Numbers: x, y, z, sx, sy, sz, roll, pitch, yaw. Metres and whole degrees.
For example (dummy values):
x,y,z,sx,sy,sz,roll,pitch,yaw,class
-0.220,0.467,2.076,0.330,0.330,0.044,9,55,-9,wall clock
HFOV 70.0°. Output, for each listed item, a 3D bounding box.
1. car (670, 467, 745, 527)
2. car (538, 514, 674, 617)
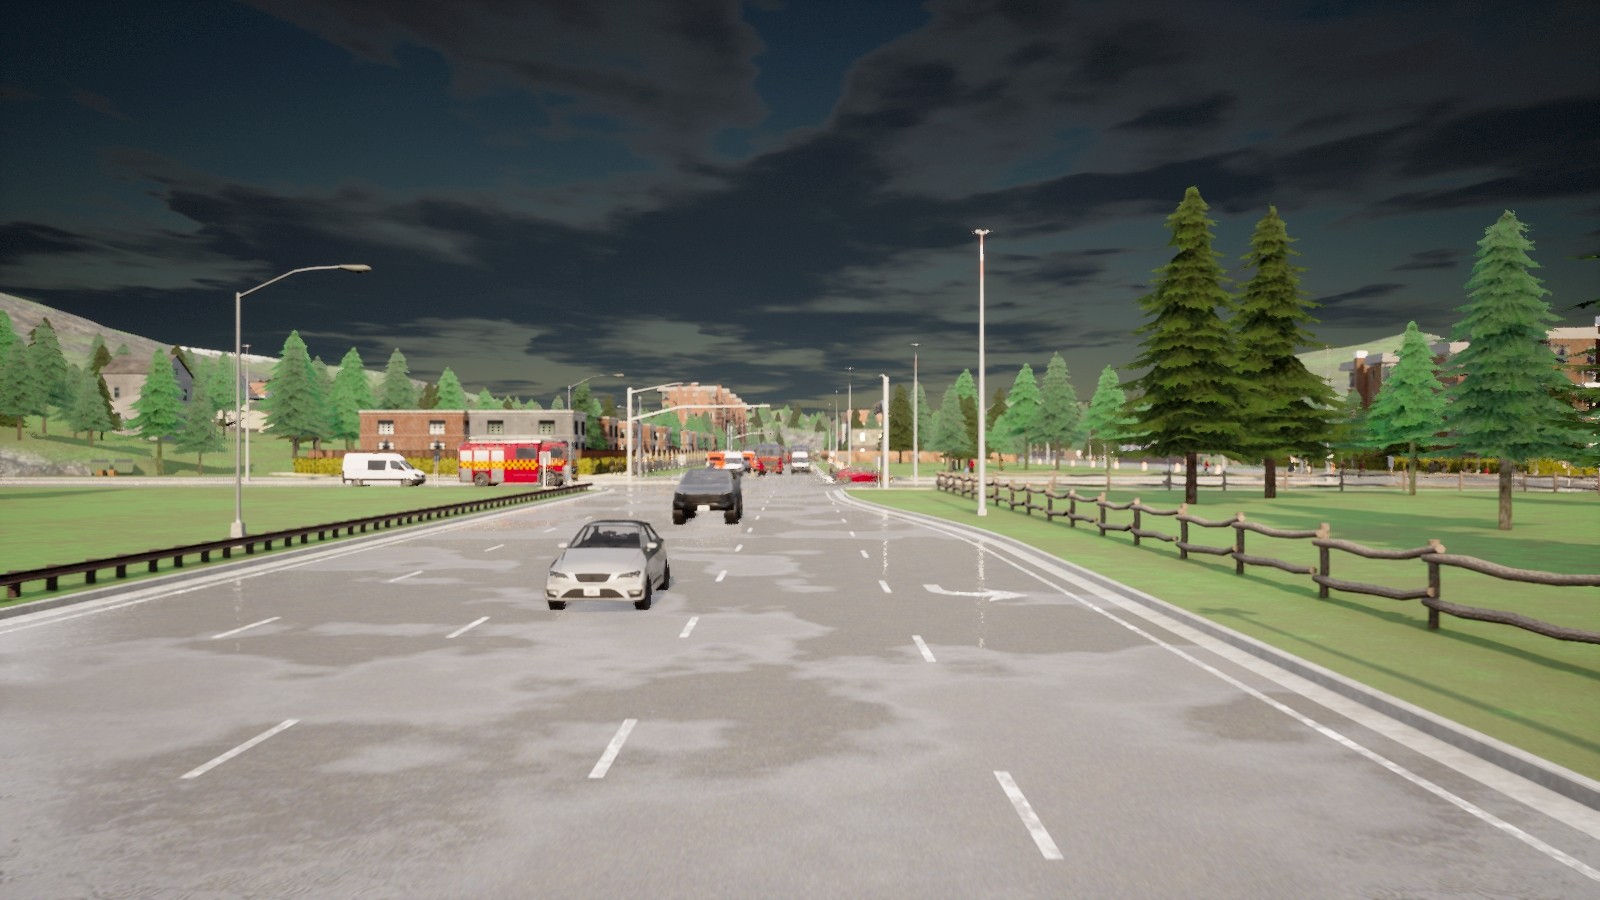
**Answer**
x,y,z,sx,sy,sz,roll,pitch,yaw,class
-3.509,1.762,44.590,2.390,2.098,6.274,0,0,0,car
-3.505,2.069,21.337,1.816,1.474,4.193,0,0,0,car
